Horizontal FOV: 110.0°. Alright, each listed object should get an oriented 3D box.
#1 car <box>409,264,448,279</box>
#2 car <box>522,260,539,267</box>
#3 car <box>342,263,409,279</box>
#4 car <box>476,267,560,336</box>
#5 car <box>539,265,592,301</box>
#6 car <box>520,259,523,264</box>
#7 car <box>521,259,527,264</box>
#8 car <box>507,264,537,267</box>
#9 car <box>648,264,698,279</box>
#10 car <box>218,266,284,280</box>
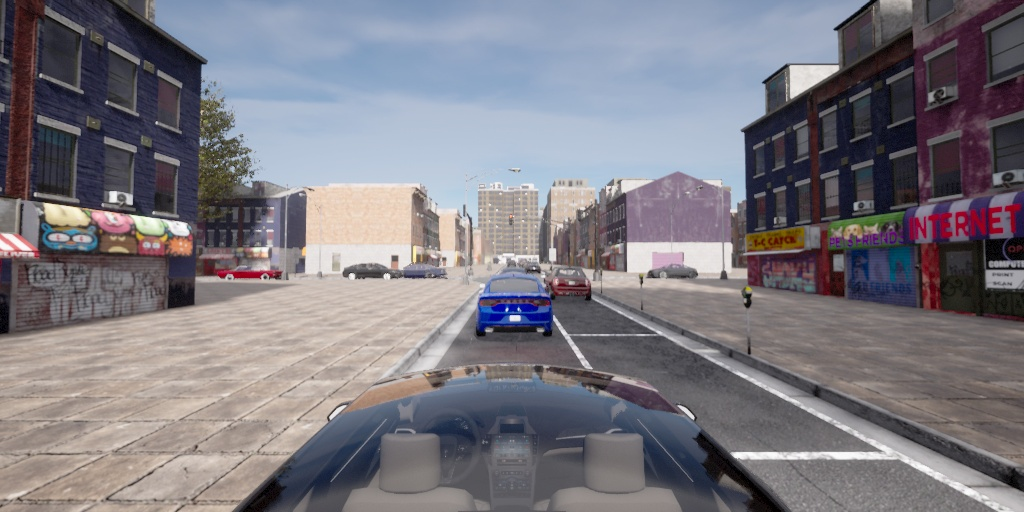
[{"bbox_3d":[-8.645,1.434,32.798,5.357,1.411,2.033,0,-2,1],"label":"car"},{"bbox_3d":[2.619,1.474,44.570,1.948,1.339,4.313,0,0,0],"label":"car"},{"bbox_3d":[-11.518,1.305,29.881,4.892,1.490,1.837,0,-2,2],"label":"car"},{"bbox_3d":[0.036,1.245,10.482,1.882,1.535,5.008,0,0,-1],"label":"car"},{"bbox_3d":[2.629,1.226,17.826,1.967,1.591,4.097,0,0,0],"label":"car"},{"bbox_3d":[2.615,1.516,55.612,1.751,1.417,4.829,0,0,0],"label":"car"},{"bbox_3d":[2.617,1.513,50.006,1.948,1.339,4.313,0,0,0],"label":"car"},{"bbox_3d":[0.093,1.313,18.026,1.812,1.442,4.674,0,0,0],"label":"car"},{"bbox_3d":[14.594,1.418,32.662,4.181,1.385,1.994,0,-2,0],"label":"car"},{"bbox_3d":[-21.516,1.472,29.926,4.718,1.301,1.895,-1,-2,0],"label":"car"}]
